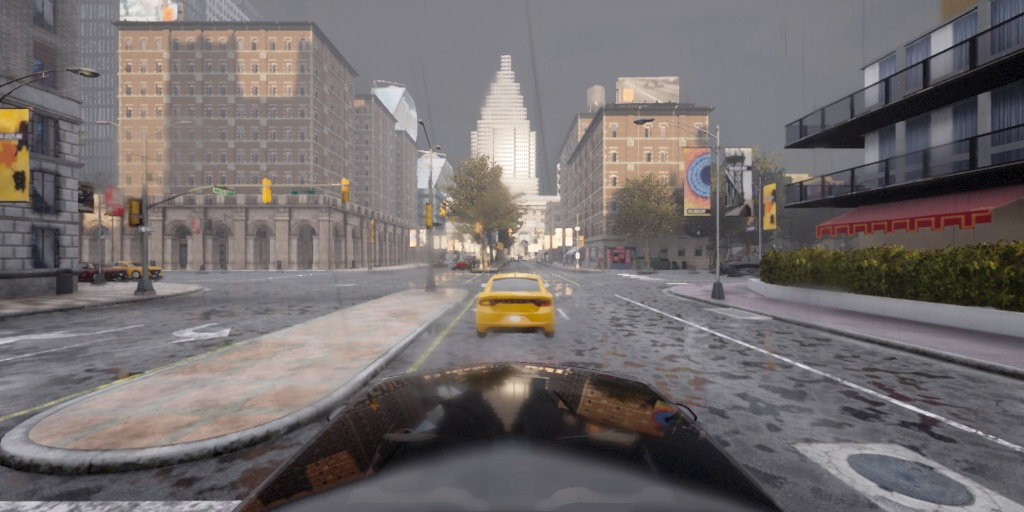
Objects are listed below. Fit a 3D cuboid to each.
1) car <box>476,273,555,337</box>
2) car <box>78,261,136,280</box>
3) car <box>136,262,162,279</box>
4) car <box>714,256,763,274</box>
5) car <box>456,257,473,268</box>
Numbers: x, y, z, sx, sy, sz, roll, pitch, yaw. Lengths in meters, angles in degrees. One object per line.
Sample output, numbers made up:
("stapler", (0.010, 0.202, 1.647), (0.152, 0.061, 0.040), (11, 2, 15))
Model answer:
("car", (0.094, 1.225, 10.331), (1.882, 1.535, 5.008), (0, 0, 0))
("car", (-33.938, 1.219, 28.838), (5.008, 1.535, 1.882), (0, 0, 0))
("car", (-34.574, 1.218, 32.336), (5.008, 1.535, 1.882), (0, 0, 0))
("car", (25.557, 0.961, 39.676), (5.566, 2.045, 2.150), (0, 0, 0))
("car", (-7.986, 1.332, 59.072), (1.895, 1.301, 4.718), (0, 0, 0))
